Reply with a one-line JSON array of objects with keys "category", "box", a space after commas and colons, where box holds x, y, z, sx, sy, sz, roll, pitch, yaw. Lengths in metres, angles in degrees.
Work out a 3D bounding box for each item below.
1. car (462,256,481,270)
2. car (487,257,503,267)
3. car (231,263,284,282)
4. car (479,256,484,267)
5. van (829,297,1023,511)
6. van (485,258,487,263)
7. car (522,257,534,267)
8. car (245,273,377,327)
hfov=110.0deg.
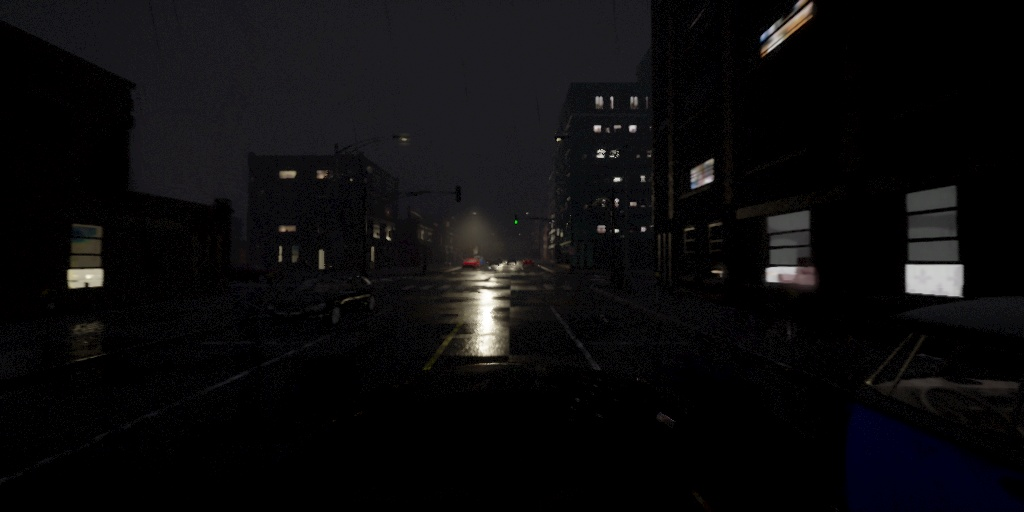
[{"category": "car", "box": [-5.774, 1.096, 49.226, 1.888, 1.381, 4.507, 0, 0, 0]}, {"category": "car", "box": [-3.033, 1.047, 61.493, 2.033, 1.411, 5.357, 0, 0, 1]}, {"category": "car", "box": [-19.298, 1.260, 26.516, 4.507, 1.381, 1.888, 0, 0, 1]}, {"category": "car", "box": [-5.698, 1.072, 54.908, 1.888, 1.381, 4.507, 0, 0, 0]}, {"category": "van", "box": [2.692, 1.096, 0.451, 1.690, 1.789, 3.998, 0, 0, 0]}, {"category": "van", "box": [-5.699, 0.844, 60.596, 1.690, 1.789, 3.998, 0, 0, 0]}, {"category": "car", "box": [2.682, 0.943, 60.658, 1.967, 1.591, 4.097, 0, 0, 0]}, {"category": "car", "box": [-5.692, 1.261, 11.271, 2.007, 1.370, 4.403, 0, 0, 0]}]
